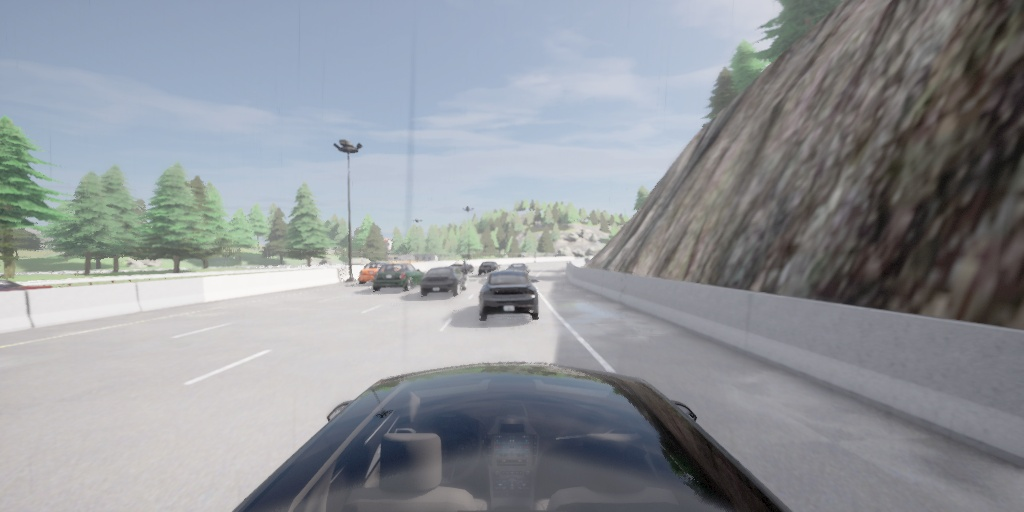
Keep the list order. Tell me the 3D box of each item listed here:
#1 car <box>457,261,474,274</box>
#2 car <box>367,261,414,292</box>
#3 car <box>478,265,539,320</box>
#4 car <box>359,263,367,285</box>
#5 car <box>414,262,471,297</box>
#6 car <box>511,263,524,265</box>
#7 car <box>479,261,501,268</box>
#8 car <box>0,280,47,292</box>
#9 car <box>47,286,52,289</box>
[{"bbox_3d":[-5.571,1.315,40.325,2.128,1.511,4.902,-1,0,7],"label":"car"},{"bbox_3d":[-6.988,1.210,22.652,2.097,1.767,4.553,-1,0,2],"label":"car"},{"bbox_3d":[-0.118,1.250,12.679,1.837,1.490,4.892,-1,0,-1],"label":"car"},{"bbox_3d":[-10.204,1.262,28.454,2.097,1.767,4.553,-1,0,3],"label":"car"},{"bbox_3d":[-3.589,1.308,19.470,1.837,1.490,4.892,-1,1,1],"label":"car"},{"bbox_3d":[0.549,1.285,31.764,1.994,1.385,4.181,-1,0,5],"label":"car"},{"bbox_3d":[-2.327,1.273,38.083,1.837,1.490,4.892,-1,0,6],"label":"car"},{"bbox_3d":[-21.281,1.678,13.465,1.994,1.385,4.181,-1,0,0],"label":"car"},{"bbox_3d":[-24.801,1.775,16.324,1.895,1.301,4.718,-1,0,0],"label":"car"}]
